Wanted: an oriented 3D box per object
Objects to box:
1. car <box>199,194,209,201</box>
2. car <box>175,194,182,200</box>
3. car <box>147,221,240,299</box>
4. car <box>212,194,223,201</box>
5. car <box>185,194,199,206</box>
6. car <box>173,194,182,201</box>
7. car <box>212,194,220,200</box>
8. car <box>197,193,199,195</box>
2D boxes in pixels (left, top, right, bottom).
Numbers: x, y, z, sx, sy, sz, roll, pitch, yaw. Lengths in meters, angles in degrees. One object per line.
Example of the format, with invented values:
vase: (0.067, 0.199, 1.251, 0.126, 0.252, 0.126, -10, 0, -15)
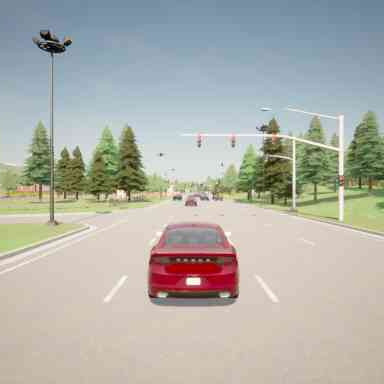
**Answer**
car: (3.261, 1.516, 84.184, 1.812, 1.442, 4.674, 0, 0, 0)
car: (-3.768, 1.310, 94.167, 1.882, 1.535, 5.008, 0, 0, 0)
car: (0.039, 1.478, 8.542, 1.882, 1.535, 5.008, 0, 0, 0)
car: (6.762, 1.516, 83.778, 2.128, 1.511, 4.902, 0, 0, 0)
car: (-0.150, 1.525, 53.145, 1.812, 1.442, 4.674, 0, 0, 0)
car: (-3.738, 1.469, 83.747, 1.882, 1.535, 5.008, 0, 0, 0)
car: (6.732, 1.372, 94.197, 2.033, 1.411, 5.357, 0, 0, 0)
car: (3.232, 1.357, 94.187, 2.128, 1.511, 4.902, 0, 0, 0)
